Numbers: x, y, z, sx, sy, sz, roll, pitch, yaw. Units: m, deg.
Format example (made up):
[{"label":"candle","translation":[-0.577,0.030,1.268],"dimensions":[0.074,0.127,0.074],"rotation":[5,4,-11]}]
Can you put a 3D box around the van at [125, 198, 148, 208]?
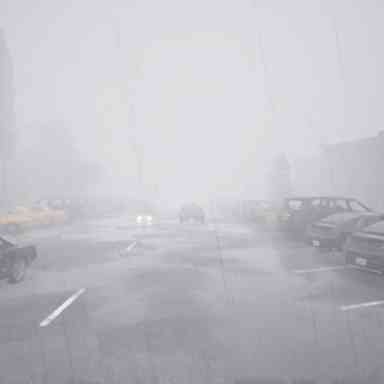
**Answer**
[{"label":"van","translation":[-11.423,2.215,68.688],"dimensions":[4.442,1.987,1.878],"rotation":[0,-1,-19]}]

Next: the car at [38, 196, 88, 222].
[{"label":"car","translation":[-11.519,1.391,26.690],"dimensions":[5.566,2.045,2.435],"rotation":[-1,-1,-20]}]

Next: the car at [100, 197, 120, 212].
[{"label":"car","translation":[-11.622,1.606,38.668],"dimensions":[5.566,2.045,2.435],"rotation":[0,-1,-20]}]

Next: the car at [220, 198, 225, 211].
[{"label":"car","translation":[6.211,1.804,38.305],"dimensions":[4.892,1.521,2.231],"rotation":[1,-1,-20]}]

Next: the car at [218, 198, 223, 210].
[{"label":"car","translation":[6.182,1.860,41.237],"dimensions":[4.892,1.521,2.231],"rotation":[1,-1,-21]}]

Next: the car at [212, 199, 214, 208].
[{"label":"car","translation":[6.085,2.026,50.042],"dimensions":[5.008,1.535,2.097],"rotation":[1,-1,-21]}]

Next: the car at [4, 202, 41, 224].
[{"label":"car","translation":[-11.265,1.532,17.787],"dimensions":[5.366,1.575,1.946],"rotation":[-1,-1,-20]}]

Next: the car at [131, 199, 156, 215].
[{"label":"car","translation":[-5.284,1.842,38.666],"dimensions":[2.128,1.511,4.902],"rotation":[0,-1,0]}]

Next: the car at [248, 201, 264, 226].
[{"label":"car","translation":[6.366,1.530,20.700],"dimensions":[5.008,1.535,2.097],"rotation":[1,-1,-20]}]

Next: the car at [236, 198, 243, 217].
[{"label":"car","translation":[6.294,1.474,26.564],"dimensions":[4.553,1.767,2.185],"rotation":[1,-1,-20]}]

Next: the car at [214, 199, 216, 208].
[{"label":"car","translation":[6.088,2.000,47.096],"dimensions":[4.792,1.488,2.163],"rotation":[1,-1,-21]}]

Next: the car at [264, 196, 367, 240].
[{"label":"car","translation":[6.418,1.234,14.848],"dimensions":[5.566,2.045,2.435],"rotation":[1,-1,-20]}]

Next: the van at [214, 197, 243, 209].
[{"label":"van","translation":[6.104,1.915,55.960],"dimensions":[4.442,1.987,1.878],"rotation":[1,-1,-21]}]

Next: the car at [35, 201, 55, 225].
[{"label":"car","translation":[-11.627,1.566,20.650],"dimensions":[5.366,1.575,1.946],"rotation":[-1,0,-20]}]

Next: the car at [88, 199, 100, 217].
[{"label":"car","translation":[-11.339,1.685,29.755],"dimensions":[5.366,1.575,1.946],"rotation":[-1,-1,-20]}]

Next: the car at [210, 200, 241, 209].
[{"label":"car","translation":[5.952,2.194,58.855],"dimensions":[5.008,1.535,2.097],"rotation":[1,-1,-21]}]

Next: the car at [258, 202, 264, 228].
[{"label":"car","translation":[6.549,1.502,17.828],"dimensions":[5.366,1.575,1.946],"rotation":[1,-1,-20]}]

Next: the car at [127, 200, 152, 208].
[{"label":"car","translation":[-11.257,2.497,71.721],"dimensions":[5.008,1.535,2.097],"rotation":[0,-1,-19]}]

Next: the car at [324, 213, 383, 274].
[{"label":"car","translation":[6.401,1.463,8.963],"dimensions":[4.892,1.521,2.231],"rotation":[1,0,-20]}]

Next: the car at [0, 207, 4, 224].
[{"label":"car","translation":[-11.398,1.546,14.744],"dimensions":[4.792,1.488,2.163],"rotation":[-1,-1,-20]}]

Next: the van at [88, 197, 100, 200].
[{"label":"van","translation":[-11.651,1.517,32.646],"dimensions":[4.442,1.987,1.878],"rotation":[0,-1,-20]}]

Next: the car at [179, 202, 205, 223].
[{"label":"car","translation":[-0.015,1.732,26.444],"dimensions":[1.895,1.301,4.718],"rotation":[0,-1,0]}]

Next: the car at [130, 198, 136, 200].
[{"label":"car","translation":[-11.580,2.092,50.716],"dimensions":[4.892,1.521,2.231],"rotation":[0,-1,-19]}]

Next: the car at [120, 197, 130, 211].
[{"label":"car","translation":[-11.637,1.723,44.686],"dimensions":[5.566,2.045,2.435],"rotation":[0,-1,-20]}]

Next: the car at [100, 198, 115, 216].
[{"label":"car","translation":[-11.393,1.794,35.747],"dimensions":[5.366,1.575,1.946],"rotation":[0,-1,-20]}]

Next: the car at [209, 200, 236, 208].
[{"label":"car","translation":[5.872,2.337,64.766],"dimensions":[4.792,1.488,2.163],"rotation":[1,-1,-21]}]

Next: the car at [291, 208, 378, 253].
[{"label":"car","translation":[6.393,1.469,11.901],"dimensions":[4.892,1.521,2.231],"rotation":[1,-1,-20]}]

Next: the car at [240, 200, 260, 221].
[{"label":"car","translation":[6.336,1.561,23.631],"dimensions":[5.008,1.535,2.097],"rotation":[1,-1,-20]}]

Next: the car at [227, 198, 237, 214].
[{"label":"car","translation":[6.247,1.568,32.429],"dimensions":[4.553,1.767,2.185],"rotation":[1,-1,-20]}]

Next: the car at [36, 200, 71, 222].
[{"label":"car","translation":[-11.647,1.599,23.642],"dimensions":[5.366,1.575,1.946],"rotation":[-1,-1,-20]}]

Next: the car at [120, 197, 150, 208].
[{"label":"car","translation":[-11.337,2.130,65.745],"dimensions":[5.566,2.045,2.435],"rotation":[-1,-1,-19]}]

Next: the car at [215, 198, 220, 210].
[{"label":"car","translation":[6.161,1.915,44.171],"dimensions":[5.008,1.535,2.097],"rotation":[1,-1,-21]}]

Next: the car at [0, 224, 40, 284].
[{"label":"car","translation":[-5.097,1.589,6.764],"dimensions":[1.895,1.301,4.718],"rotation":[0,0,0]}]

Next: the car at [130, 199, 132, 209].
[{"label":"car","translation":[-11.618,2.062,47.695],"dimensions":[4.792,1.488,2.163],"rotation":[0,-1,-20]}]

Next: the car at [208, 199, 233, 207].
[{"label":"car","translation":[5.765,2.237,67.698],"dimensions":[4.553,1.767,2.185],"rotation":[1,-1,-21]}]

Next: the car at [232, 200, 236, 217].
[{"label":"car","translation":[6.304,1.684,29.494],"dimensions":[4.674,1.452,2.002],"rotation":[1,-1,-20]}]

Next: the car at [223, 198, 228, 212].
[{"label":"car","translation":[6.242,1.747,35.368],"dimensions":[5.008,1.535,2.097],"rotation":[1,-1,-20]}]

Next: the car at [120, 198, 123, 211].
[{"label":"car","translation":[-11.605,1.916,41.678],"dimensions":[4.892,1.521,2.231],"rotation":[0,-1,-20]}]

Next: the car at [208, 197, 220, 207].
[{"label":"car","translation":[5.861,2.076,52.911],"dimensions":[5.366,1.575,1.946],"rotation":[1,-1,-21]}]
